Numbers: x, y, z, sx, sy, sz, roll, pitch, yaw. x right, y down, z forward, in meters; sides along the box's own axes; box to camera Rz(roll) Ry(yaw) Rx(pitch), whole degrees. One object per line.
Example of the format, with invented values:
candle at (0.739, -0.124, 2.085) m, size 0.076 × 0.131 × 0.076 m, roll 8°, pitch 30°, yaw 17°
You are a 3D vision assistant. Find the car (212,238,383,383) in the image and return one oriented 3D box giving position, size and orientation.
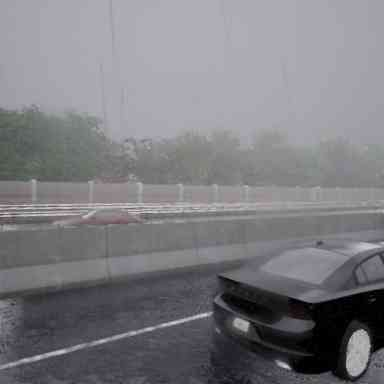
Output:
car at (2.634, 1.534, 5.590) m, size 5.008 × 1.535 × 1.882 m, roll 1°, pitch 0°, yaw -35°

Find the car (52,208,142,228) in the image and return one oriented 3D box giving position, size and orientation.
car at (-4.916, 1.586, 17.649) m, size 4.674 × 1.442 × 1.812 m, roll 1°, pitch 0°, yaw -35°
